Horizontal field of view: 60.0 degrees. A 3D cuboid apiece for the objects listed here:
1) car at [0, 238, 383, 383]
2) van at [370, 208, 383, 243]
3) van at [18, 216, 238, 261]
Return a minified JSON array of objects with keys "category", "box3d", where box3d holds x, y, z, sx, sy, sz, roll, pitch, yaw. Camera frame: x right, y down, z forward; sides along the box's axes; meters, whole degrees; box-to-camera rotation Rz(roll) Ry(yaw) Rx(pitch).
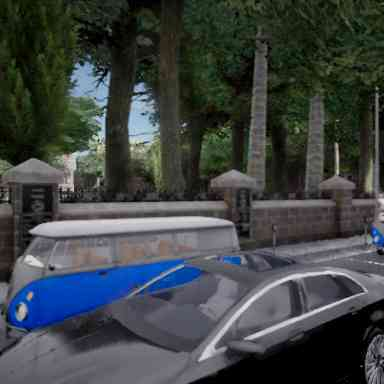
[{"category":"car","box3d":[0.456,1.509,3.688,4.902,1.511,2.128,0,0,-35]},{"category":"van","box3d":[8.278,1.433,12.370,3.998,1.788,1.690,0,0,-35]},{"category":"van","box3d":[-0.960,1.360,5.835,3.998,1.788,1.690,0,0,-35]}]
